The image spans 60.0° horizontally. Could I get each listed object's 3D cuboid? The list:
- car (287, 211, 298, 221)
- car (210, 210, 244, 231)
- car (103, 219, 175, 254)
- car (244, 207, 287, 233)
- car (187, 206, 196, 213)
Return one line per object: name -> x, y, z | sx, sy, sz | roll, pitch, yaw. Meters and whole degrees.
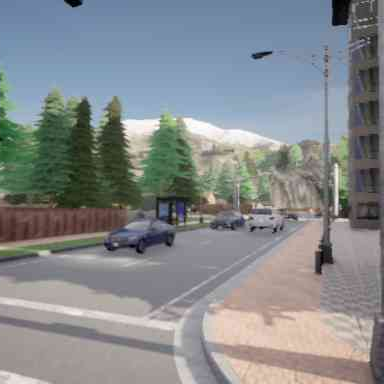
car -> 14.434, 3.524, 48.983 | 1.895, 1.301, 4.718 | 0, -2, 13
car -> 3.268, 2.473, 30.129 | 2.097, 1.767, 4.553 | 0, -2, 23
car -> -2.428, 2.098, 16.644 | 1.812, 1.442, 4.674 | 0, -2, 23
car -> 6.395, 2.310, 28.312 | 2.150, 2.045, 5.566 | 0, -2, 23
car -> -0.680, 3.883, 75.803 | 1.932, 1.855, 4.605 | 0, -2, 22
